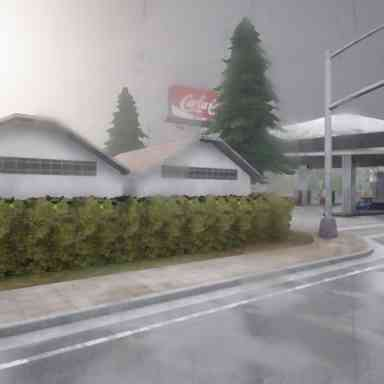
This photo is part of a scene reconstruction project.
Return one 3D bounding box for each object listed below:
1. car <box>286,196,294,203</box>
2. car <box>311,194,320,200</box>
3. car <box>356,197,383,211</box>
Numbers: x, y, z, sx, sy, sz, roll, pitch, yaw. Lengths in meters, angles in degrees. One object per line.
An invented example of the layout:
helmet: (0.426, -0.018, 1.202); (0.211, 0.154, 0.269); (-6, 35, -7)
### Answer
car: (17.847, 1.532, 62.737); (5.357, 1.411, 2.033); (0, 0, -35)
car: (32.475, 1.308, 89.185); (2.152, 1.636, 5.027); (0, 0, -36)
car: (21.388, 1.468, 39.696); (4.611, 1.667, 2.242); (0, 0, -36)
